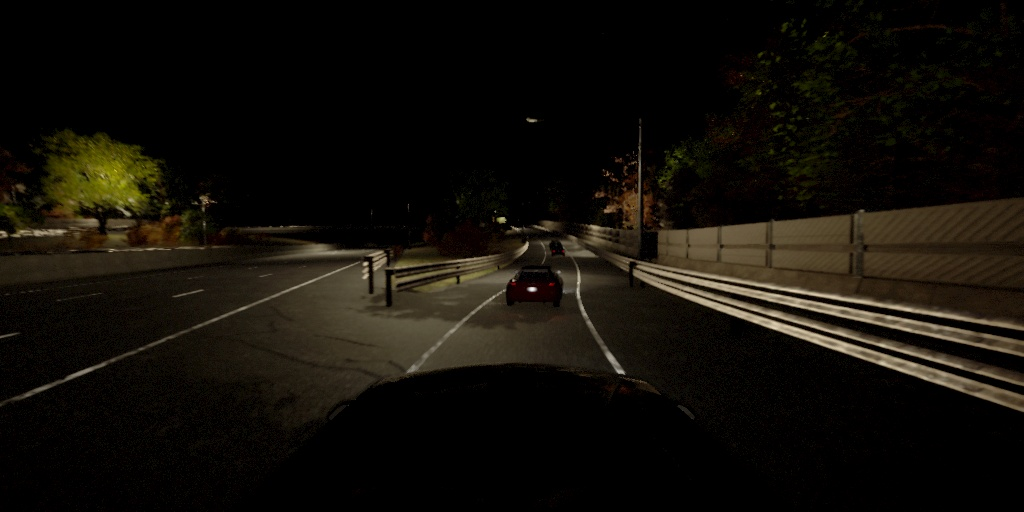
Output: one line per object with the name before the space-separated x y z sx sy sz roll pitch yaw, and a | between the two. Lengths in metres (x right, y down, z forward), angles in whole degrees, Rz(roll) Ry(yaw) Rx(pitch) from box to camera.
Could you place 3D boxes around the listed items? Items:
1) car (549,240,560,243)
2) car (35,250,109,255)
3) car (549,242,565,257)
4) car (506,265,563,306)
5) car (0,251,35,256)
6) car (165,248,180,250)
car | 7.280 -1.897 60.386 2.097 1.767 4.553 0 6 3
car | -32.598 0.303 27.447 1.837 1.490 4.892 -1 2 -15
car | 6.400 -0.740 50.017 2.033 1.411 5.357 0 5 5
car | 0.988 1.056 14.190 1.994 1.385 4.181 0 1 9
car | -35.870 0.382 26.151 2.128 1.511 4.902 -1 2 -15
car | -40.418 -0.223 42.719 1.994 1.385 4.181 -1 3 -15
